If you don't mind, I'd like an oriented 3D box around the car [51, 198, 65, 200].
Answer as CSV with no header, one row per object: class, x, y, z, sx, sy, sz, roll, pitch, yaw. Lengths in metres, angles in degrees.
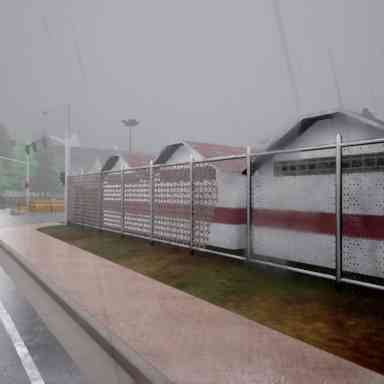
car,-17.132,1.505,42.327,4.892,1.490,1.837,0,0,-38
